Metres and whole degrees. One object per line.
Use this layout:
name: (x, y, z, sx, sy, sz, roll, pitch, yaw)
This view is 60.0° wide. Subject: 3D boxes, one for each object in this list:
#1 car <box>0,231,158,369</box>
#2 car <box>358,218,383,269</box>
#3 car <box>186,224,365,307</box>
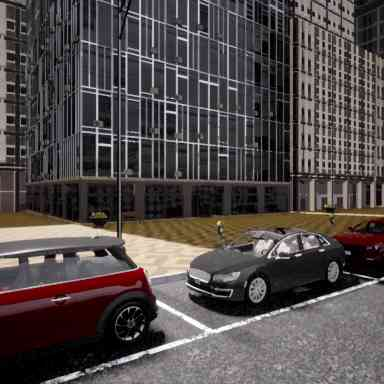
car: (-2.618, 1.440, 4.694, 4.097, 1.590, 1.967, 0, 0, -35)
car: (6.408, 1.547, 11.093, 4.507, 1.381, 1.887, 0, 0, -35)
car: (1.895, 1.551, 7.893, 4.403, 1.369, 2.008, 0, 0, -35)
